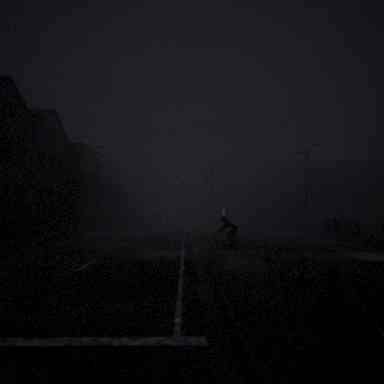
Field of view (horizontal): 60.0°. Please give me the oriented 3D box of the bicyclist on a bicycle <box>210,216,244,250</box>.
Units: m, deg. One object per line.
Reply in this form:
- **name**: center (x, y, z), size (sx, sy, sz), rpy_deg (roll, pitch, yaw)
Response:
- **bicyclist on a bicycle**: center (1.684, 2.013, 16.094), size (1.656, 1.620, 0.582), rpy_deg (1, -2, -1)

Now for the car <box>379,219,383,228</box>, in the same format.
- **car**: center (22.891, 3.336, 36.664), size (2.152, 1.636, 5.027), rpy_deg (1, -2, -1)

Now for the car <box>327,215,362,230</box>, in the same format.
- **car**: center (16.482, 3.278, 36.203), size (1.970, 1.475, 3.806), rpy_deg (1, -2, -1)

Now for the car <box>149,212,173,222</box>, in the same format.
- **car**: center (-4.518, 3.581, 48.133), size (2.033, 1.411, 5.357), rpy_deg (3, -4, -27)

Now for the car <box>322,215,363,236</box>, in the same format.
- **car**: center (12.972, 2.971, 29.083), size (2.007, 1.523, 4.514), rpy_deg (1, -2, -1)
